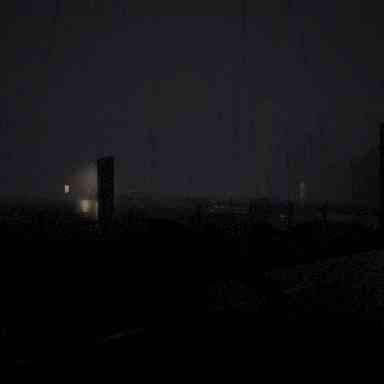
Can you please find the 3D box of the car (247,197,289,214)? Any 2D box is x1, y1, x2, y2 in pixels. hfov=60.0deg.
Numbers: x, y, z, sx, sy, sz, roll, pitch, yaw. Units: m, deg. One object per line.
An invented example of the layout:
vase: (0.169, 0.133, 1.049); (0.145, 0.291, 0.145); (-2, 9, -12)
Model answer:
car: (7.421, 1.312, 32.035); (1.837, 1.490, 4.892); (-1, 1, -36)

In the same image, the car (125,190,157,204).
car: (-8.403, 0.771, 54.153); (2.150, 2.045, 5.566); (-1, 1, -35)

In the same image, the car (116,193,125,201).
car: (-13.465, 0.879, 66.055); (1.882, 1.535, 5.008); (-1, 1, -36)

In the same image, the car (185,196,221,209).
car: (1.247, 1.255, 40.643); (2.033, 1.411, 5.357); (-1, 1, -36)
